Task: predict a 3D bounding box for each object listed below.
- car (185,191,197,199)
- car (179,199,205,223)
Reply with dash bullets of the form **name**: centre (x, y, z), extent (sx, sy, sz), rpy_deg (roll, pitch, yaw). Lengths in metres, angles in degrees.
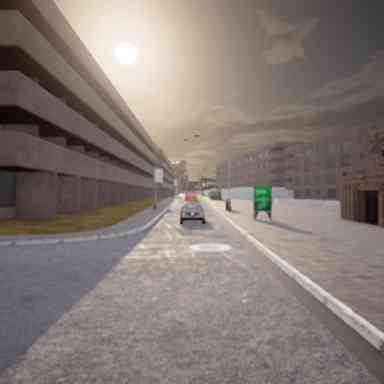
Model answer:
- **car**: centre (-0.150, 0.671, 57.374), extent (2.097, 1.767, 4.553), rpy_deg (0, 1, 0)
- **car**: centre (0.034, 1.522, 25.010), extent (2.033, 1.411, 5.357), rpy_deg (0, 1, 0)
